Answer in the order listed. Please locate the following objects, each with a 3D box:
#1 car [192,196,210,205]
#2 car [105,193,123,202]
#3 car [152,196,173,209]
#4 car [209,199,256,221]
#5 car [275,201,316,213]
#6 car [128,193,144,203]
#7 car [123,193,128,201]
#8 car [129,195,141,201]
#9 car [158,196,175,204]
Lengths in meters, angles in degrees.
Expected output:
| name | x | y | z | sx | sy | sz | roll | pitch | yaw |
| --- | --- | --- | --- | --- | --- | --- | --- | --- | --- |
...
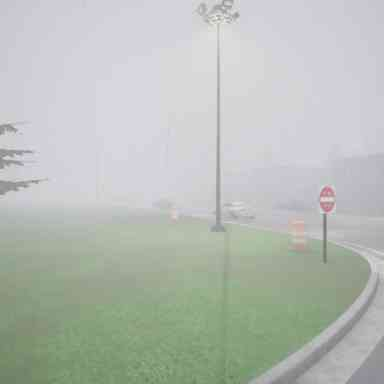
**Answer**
| name | x | y | z | sx | sy | sz | roll | pitch | yaw |
| --- | --- | --- | --- | --- | --- | --- | --- | --- | --- |
| car | 1.618 | 1.477 | 58.244 | 1.882 | 1.535 | 5.008 | 0 | 0 | -23 |
| car | -18.015 | 1.525 | 76.822 | 2.128 | 1.511 | 4.902 | 0 | 0 | -23 |
| car | -4.039 | 1.564 | 44.919 | 1.994 | 1.385 | 4.181 | 0 | 0 | -24 |
| car | 3.522 | 1.525 | 27.534 | 1.812 | 1.442 | 4.674 | 0 | 0 | -23 |
| car | 11.134 | 1.601 | 36.354 | 1.895 | 1.301 | 4.718 | 0 | 0 | -23 |
| car | -11.685 | 1.478 | 71.039 | 1.882 | 1.535 | 5.008 | 0 | 0 | -23 |
| car | -15.820 | 1.225 | 80.552 | 2.150 | 2.045 | 5.566 | 0 | 0 | -23 |
| car | -15.072 | 1.595 | 87.609 | 1.895 | 1.301 | 4.718 | 0 | 0 | -23 |
| car | -5.043 | 1.526 | 64.538 | 1.812 | 1.442 | 4.674 | 0 | 0 | -23 |
